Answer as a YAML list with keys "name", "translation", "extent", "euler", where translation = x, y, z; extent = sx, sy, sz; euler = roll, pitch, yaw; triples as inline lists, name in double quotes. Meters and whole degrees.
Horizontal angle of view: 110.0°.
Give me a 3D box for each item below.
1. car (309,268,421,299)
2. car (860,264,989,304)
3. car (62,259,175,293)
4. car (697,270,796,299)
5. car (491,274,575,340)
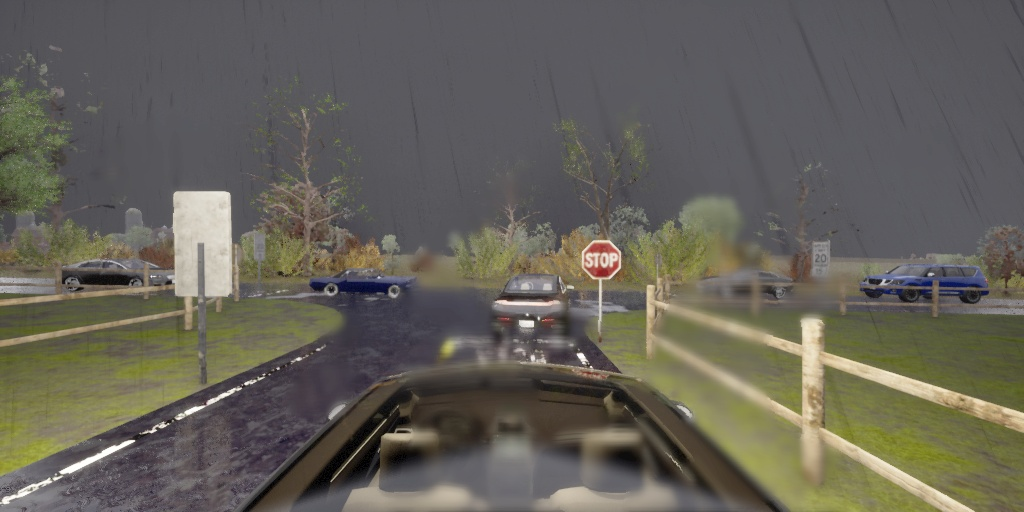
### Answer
- name: "car"
  translation: [-6.824, 1.248, 17.095]
  extent: [4.718, 1.301, 1.895]
  euler: [1, 1, 0]
- name: "car"
  translation: [22.897, 1.466, 20.015]
  extent: [5.566, 2.045, 2.150]
  euler: [1, 1, 0]
- name: "car"
  translation: [-18.492, 0.885, 17.111]
  extent: [4.902, 1.511, 2.128]
  euler: [1, 1, 0]
- name: "car"
  translation: [13.002, 1.525, 20.025]
  extent: [4.902, 1.511, 2.128]
  euler: [1, 1, 0]
- name: "car"
  translation: [0.705, 1.240, 10.065]
  extent: [2.128, 1.511, 4.902]
  euler: [0, 0, 9]
